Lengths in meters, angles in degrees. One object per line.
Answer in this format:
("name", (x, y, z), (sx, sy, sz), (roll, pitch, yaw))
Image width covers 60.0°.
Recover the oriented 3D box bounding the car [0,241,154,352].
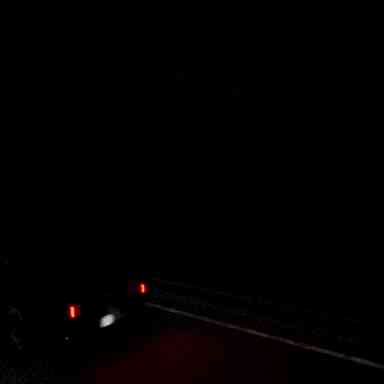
("car", (-3.042, 1.589, 6.164), (4.718, 1.301, 1.895), (0, 0, 35))
